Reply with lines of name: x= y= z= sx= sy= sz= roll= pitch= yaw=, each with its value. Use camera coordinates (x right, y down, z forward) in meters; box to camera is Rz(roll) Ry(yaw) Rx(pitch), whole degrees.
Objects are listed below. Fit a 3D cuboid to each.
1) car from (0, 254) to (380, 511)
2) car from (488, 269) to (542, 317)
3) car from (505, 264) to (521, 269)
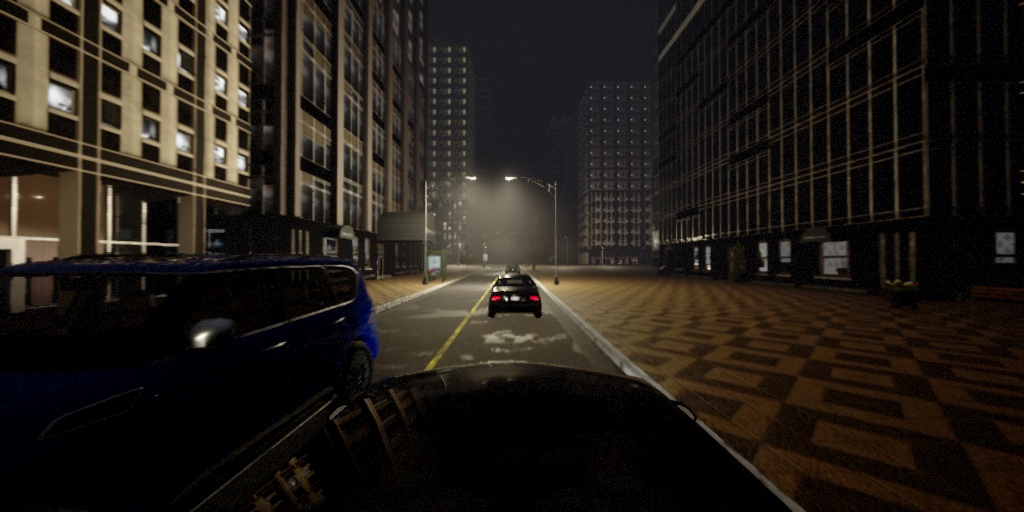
car: x=-3.076 y=0.987 z=3.189 sx=2.150 sy=2.045 sz=5.566 roll=0 pitch=-1 yaw=1
car: x=0.100 y=1.397 z=13.712 sx=2.033 sy=1.411 sz=5.357 roll=0 pitch=0 yaw=0
car: x=0.103 y=1.652 z=44.634 sx=2.033 sy=1.411 sz=5.357 roll=0 pitch=0 yaw=0
